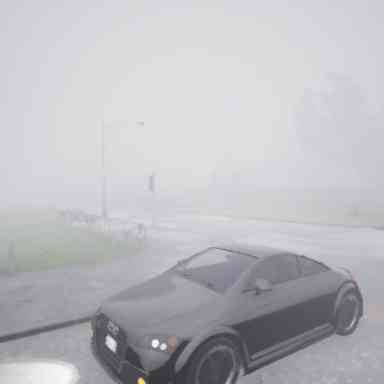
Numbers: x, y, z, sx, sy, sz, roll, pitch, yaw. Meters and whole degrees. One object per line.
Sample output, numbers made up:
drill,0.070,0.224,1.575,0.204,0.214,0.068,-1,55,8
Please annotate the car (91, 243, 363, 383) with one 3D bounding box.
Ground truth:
car,0.692,1.524,4.976,4.181,1.385,1.994,-1,1,-35
